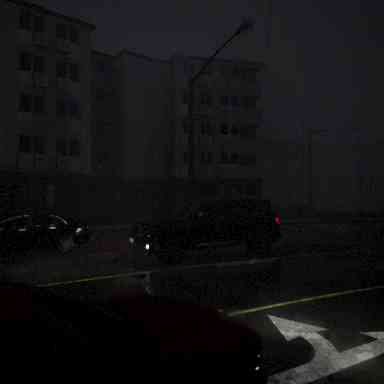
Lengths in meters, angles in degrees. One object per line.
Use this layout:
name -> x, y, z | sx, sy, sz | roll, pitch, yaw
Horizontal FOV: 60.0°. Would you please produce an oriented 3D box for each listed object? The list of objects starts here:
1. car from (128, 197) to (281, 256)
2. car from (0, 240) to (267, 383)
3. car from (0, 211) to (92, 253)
car -> 0.570, 1.221, 11.946 | 5.566, 2.045, 2.150 | 0, 0, -24
car -> -1.609, 1.478, 2.463 | 5.008, 1.535, 1.882 | 0, 0, -34
car -> -6.220, 1.505, 12.160 | 4.892, 1.490, 1.837 | 0, 0, -31
